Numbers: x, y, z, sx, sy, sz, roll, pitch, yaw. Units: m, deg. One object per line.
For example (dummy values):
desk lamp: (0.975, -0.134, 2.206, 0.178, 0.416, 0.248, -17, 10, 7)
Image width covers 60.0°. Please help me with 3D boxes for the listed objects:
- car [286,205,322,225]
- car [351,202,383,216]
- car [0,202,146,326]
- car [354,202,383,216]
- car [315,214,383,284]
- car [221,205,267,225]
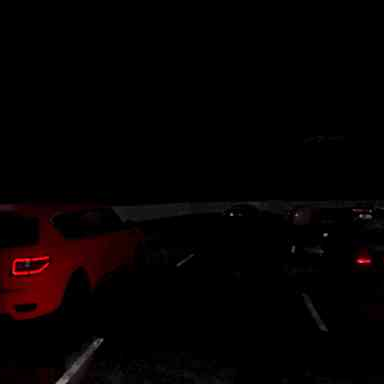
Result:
car: (8.761, 1.727, 25.781, 1.994, 1.385, 4.181, 0, 0, 33)
car: (15.005, 1.703, 28.225, 2.128, 1.511, 4.902, 0, 0, 41)
car: (-2.722, 1.236, 7.347, 2.150, 2.045, 5.566, 0, 0, 9)
car: (20.475, 1.849, 37.678, 4.181, 1.385, 1.994, 1, 0, -36)
car: (5.025, 1.620, 9.661, 2.033, 1.411, 5.357, 0, 0, 15)
car: (4.143, 1.681, 25.727, 2.033, 1.411, 5.357, 0, 0, 32)
